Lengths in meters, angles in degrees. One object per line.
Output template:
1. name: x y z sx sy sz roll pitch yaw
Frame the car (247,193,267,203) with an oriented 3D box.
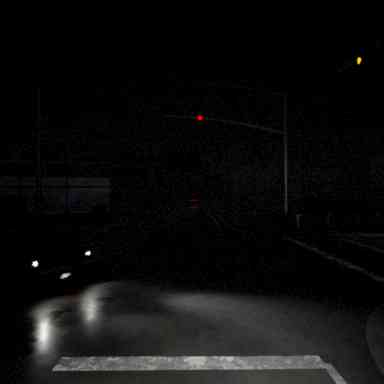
1. car: 12.827 1.360 65.605 3.806 1.475 1.970 0 0 0

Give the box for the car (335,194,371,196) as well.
1. car: 20.636 1.319 43.223 3.633 1.501 1.845 0 0 0

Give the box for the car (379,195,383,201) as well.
1. car: 38.701 1.153 62.601 5.027 1.636 2.152 0 0 0

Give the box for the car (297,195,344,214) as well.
1. car: 13.006 1.330 31.348 5.027 1.636 2.152 0 0 0

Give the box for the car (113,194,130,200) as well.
1. car: -19.433 1.332 91.525 4.674 1.442 1.812 0 0 0

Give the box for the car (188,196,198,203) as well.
1. car: 0.249 1.547 69.629 2.033 1.411 5.357 0 0 0

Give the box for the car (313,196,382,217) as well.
1. car: 13.070 1.339 28.212 4.514 1.523 2.007 0 0 0

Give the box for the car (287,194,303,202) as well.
1. car: 21.306 1.097 65.675 4.605 1.855 1.932 0 0 0

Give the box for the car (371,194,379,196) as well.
1. car: 38.354 1.232 69.017 3.806 1.475 1.970 0 0 0

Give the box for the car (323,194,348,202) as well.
1. car: 31.291 1.297 72.653 4.514 1.523 2.007 0 0 0

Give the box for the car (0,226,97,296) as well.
1. car: -4.773 1.601 8.733 4.718 1.301 1.895 0 0 31

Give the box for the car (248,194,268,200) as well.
1. car: 18.102 1.333 91.563 4.902 1.511 2.128 0 0 0

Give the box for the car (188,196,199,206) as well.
1. car: 0.222 1.505 56.619 1.837 1.490 4.892 0 0 0

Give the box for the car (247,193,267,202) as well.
1. car: 13.426 1.076 68.932 3.866 1.878 1.905 0 0 0
